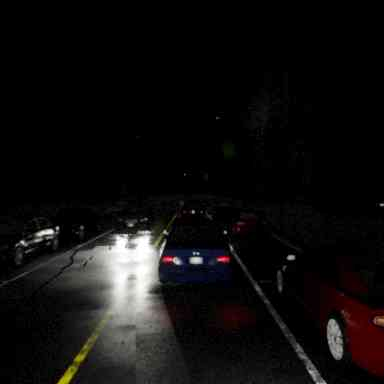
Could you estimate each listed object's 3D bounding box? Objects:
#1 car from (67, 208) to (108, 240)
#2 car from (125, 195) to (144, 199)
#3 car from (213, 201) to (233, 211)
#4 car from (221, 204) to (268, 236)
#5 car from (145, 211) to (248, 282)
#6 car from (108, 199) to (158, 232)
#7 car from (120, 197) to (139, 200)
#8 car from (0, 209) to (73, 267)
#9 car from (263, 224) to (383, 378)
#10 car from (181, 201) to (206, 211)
[{"bbox_3d":[-5.847,1.486,16.489,1.947,1.339,4.313,1,0,0],"label":"car"},{"bbox_3d":[-5.842,1.185,32.866,2.192,1.841,5.009,0,0,0],"label":"car"},{"bbox_3d":[2.680,1.428,27.403,1.887,1.381,4.507,0,0,0],"label":"car"},{"bbox_3d":[2.678,1.502,16.484,1.802,1.307,4.206,0,0,0],"label":"car"},{"bbox_3d":[0.093,1.496,9.566,2.033,1.411,5.357,0,0,0],"label":"car"},{"bbox_3d":[-3.093,1.401,19.291,2.128,1.511,4.902,0,0,0],"label":"car"},{"bbox_3d":[-5.844,1.410,27.237,1.752,1.417,4.829,0,0,0],"label":"car"},{"bbox_3d":[-5.847,1.494,11.030,2.008,1.369,4.403,1,0,0],"label":"car"},{"bbox_3d":[2.677,1.514,5.564,1.887,1.381,4.507,1,0,0],"label":"car"},{"bbox_3d":[0.098,1.436,25.705,2.033,1.411,5.357,0,0,0],"label":"car"}]
